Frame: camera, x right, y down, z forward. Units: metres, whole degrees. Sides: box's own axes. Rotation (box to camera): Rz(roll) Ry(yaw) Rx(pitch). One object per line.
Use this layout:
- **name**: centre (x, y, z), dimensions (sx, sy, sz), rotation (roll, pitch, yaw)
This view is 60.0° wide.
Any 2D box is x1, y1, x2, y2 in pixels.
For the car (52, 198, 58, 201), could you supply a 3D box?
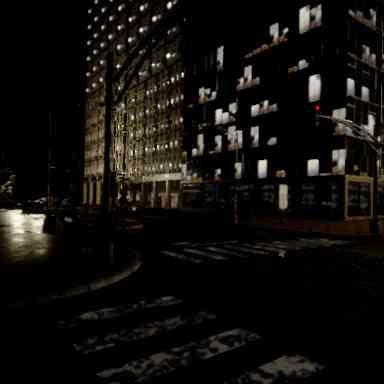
- **car**: centre (-27.055, 2.025, 64.625), dimensions (2.192, 1.841, 5.009), rotation (1, -1, -36)

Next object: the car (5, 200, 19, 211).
- **car**: centre (-23.962, 1.905, 45.879), dimensions (2.008, 1.369, 4.403), rotation (1, -1, -36)

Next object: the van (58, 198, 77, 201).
- **van**: centre (-20.447, 1.969, 55.376), dimensions (1.690, 1.788, 3.998), rotation (1, -1, -36)

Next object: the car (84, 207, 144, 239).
- **car**: centre (-4.138, 1.690, 18.132), dimensions (1.802, 1.307, 4.206), rotation (1, -1, -36)

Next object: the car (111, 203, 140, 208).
- **car**: centre (-7.231, 1.904, 36.877), dimensions (1.967, 1.590, 4.097), rotation (1, -1, -36)

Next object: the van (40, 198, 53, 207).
- **van**: centre (-30.359, 2.092, 69.249), dimensions (1.690, 1.788, 3.998), rotation (1, -1, -36)

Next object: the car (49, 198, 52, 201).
- **car**: centre (-22.010, 1.747, 47.795), dimensions (1.837, 1.490, 4.892), rotation (2, -2, -36)

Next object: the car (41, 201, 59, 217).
- **car**: centre (-10.646, 1.714, 27.244), dimensions (1.752, 1.417, 4.829), rotation (1, -1, -36)

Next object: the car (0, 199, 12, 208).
- **car**: centre (-33.875, 2.028, 59.752), dimensions (2.008, 1.369, 4.403), rotation (1, -1, -36)

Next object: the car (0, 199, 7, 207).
- **car**: centre (-37.179, 2.100, 64.376), dimensions (1.802, 1.307, 4.206), rotation (1, -1, -36)

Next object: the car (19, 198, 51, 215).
- **car**: centre (-17.353, 1.712, 36.632), dimensions (1.967, 1.590, 4.097), rotation (1, -1, -36)

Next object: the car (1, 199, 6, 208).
- **car**: centre (-27.266, 1.961, 50.503), dimensions (1.947, 1.339, 4.313), rotation (1, -1, -36)

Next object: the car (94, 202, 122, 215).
- **car**: centre (-10.635, 2.032, 41.638), dimensions (1.752, 1.417, 4.829), rotation (1, -1, -36)

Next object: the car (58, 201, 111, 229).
- **car**: centre (-7.440, 1.589, 22.759), dimensions (1.967, 1.590, 4.097), rotation (1, -1, -36)
